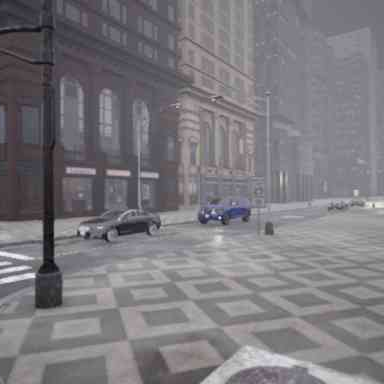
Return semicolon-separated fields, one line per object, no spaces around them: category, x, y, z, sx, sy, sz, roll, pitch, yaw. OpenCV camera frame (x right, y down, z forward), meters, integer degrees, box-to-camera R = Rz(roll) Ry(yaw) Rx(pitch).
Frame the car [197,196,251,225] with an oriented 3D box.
car;2.653;1.380;25.863;2.150;2.045;5.566;-1;-1;35

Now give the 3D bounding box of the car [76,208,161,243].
car;-3.601;1.617;17.141;2.128;1.511;4.902;-1;-1;34

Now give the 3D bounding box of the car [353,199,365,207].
car;27.139;1.832;54.531;1.895;1.301;4.718;-1;0;35

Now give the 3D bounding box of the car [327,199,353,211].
car;19.161;1.798;43.402;1.895;1.301;4.718;-1;0;36
